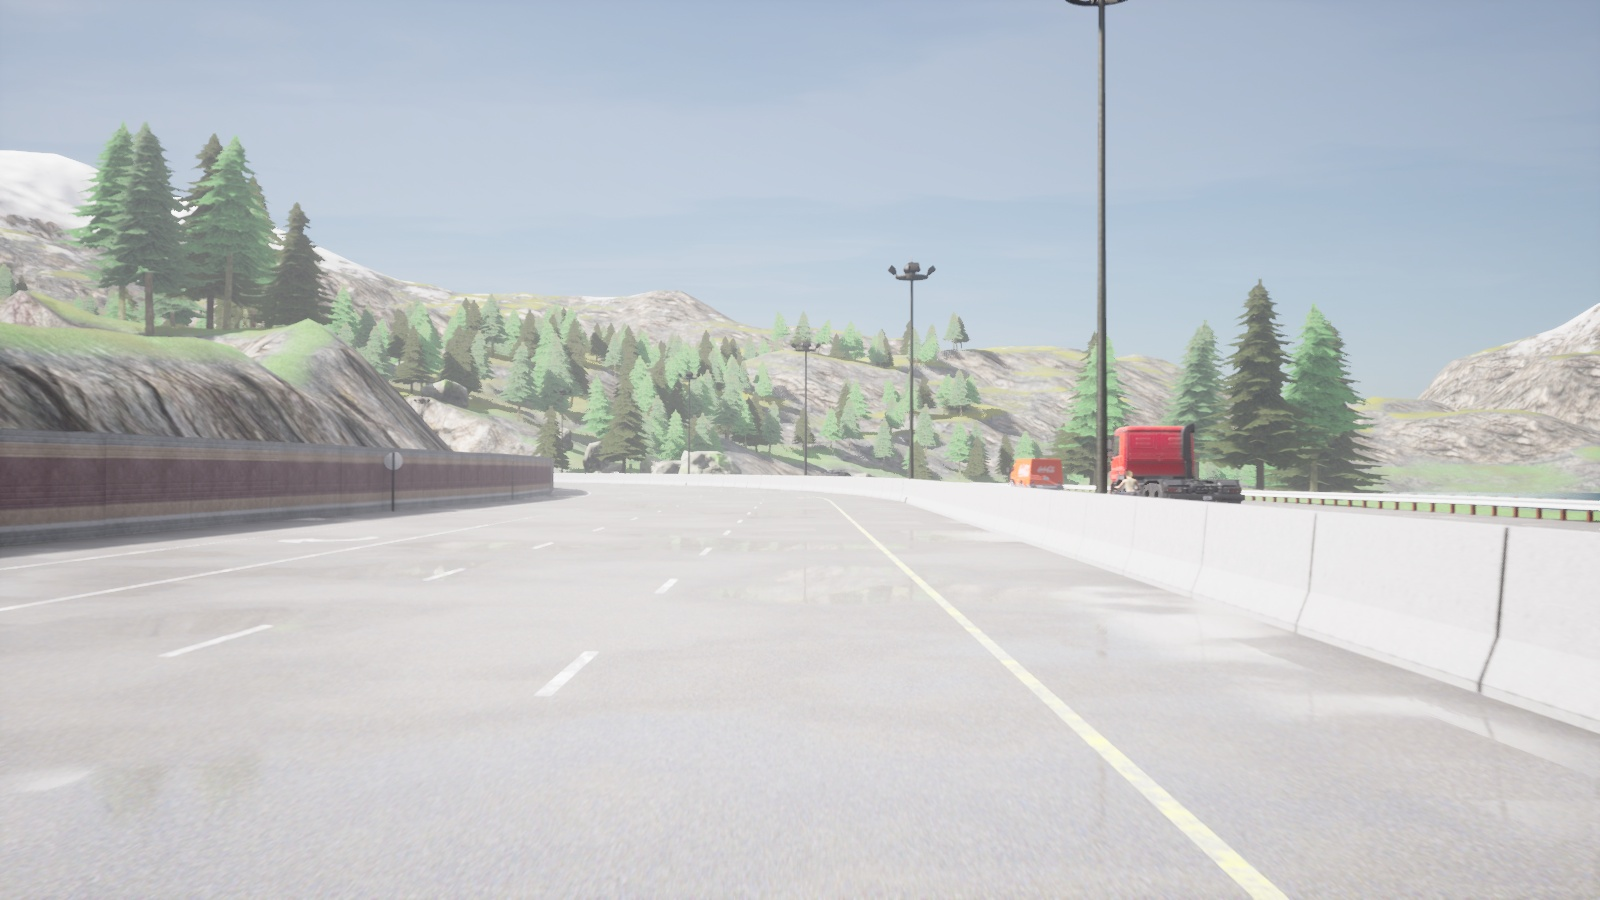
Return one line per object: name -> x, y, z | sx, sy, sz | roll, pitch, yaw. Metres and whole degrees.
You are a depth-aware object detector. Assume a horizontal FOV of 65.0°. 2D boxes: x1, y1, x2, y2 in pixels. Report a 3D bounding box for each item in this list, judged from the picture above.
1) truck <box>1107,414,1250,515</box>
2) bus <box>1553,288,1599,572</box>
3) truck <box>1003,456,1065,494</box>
truck -> 13.885, 0.561, 46.819 | 2.891, 3.462, 7.936 | 0, -1, 0
bus -> 13.961, -0.370, 14.786 | 3.944, 4.253, 10.273 | 0, -1, 0
truck -> 15.863, 1.693, 85.343 | 2.627, 2.467, 5.204 | 0, -1, -8
